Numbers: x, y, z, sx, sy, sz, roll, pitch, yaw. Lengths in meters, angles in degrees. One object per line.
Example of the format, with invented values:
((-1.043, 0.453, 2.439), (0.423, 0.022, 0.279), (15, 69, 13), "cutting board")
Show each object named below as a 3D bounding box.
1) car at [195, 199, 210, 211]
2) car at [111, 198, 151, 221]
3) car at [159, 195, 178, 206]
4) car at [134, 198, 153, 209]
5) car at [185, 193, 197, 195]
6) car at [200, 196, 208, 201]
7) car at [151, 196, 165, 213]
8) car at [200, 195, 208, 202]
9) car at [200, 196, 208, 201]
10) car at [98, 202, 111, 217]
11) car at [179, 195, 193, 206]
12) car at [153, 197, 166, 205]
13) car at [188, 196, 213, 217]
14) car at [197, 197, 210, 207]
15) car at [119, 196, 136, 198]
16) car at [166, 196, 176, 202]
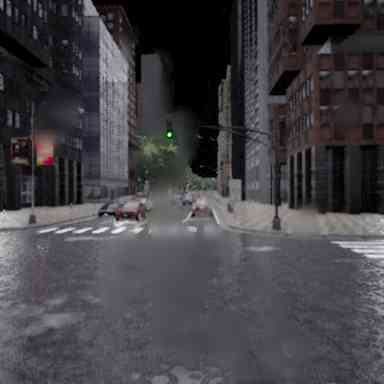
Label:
((1.401, 1.609, 42.195), (1.802, 1.307, 4.206), (-1, 0, 2), "car")
((-5.025, 1.513, 27.949), (1.882, 1.535, 5.008), (0, 0, 1), "car")
((-3.864, 1.598, 55.316), (1.837, 1.490, 4.892), (0, -1, 3), "car")
((-6.908, 1.617, 47.792), (1.752, 1.417, 4.829), (-1, 0, 2), "car")
((-0.331, 1.594, 68.028), (2.128, 1.511, 4.902), (0, 0, 2), "car")
((3.347, 1.702, 90.981), (2.008, 1.369, 4.403), (-1, 0, 2), "car")
((-4.601, 1.558, 38.253), (1.837, 1.490, 4.892), (0, 0, 2), "car")
((2.913, 1.559, 80.141), (1.967, 1.590, 4.097), (-1, 0, 2), "car")
((3.129, 1.680, 85.561), (1.887, 1.381, 4.507), (-1, 0, 2), "car")
((-7.550, 1.625, 31.696), (1.947, 1.339, 4.313), (-1, 0, 2), "car")
((-0.728, 1.680, 58.068), (1.895, 1.301, 4.718), (0, 0, 2), "car")
((-6.252, 1.712, 64.227), (1.802, 1.307, 4.206), (-1, 0, 2), "car")
((0.967, 1.445, 31.354), (1.967, 1.590, 4.097), (-1, 0, 2), "car")
((1.833, 1.595, 53.037), (1.887, 1.381, 4.507), (-1, 0, 2), "car")
((-7.336, 1.385, 37.119), (2.192, 1.841, 5.009), (-1, 0, 2), "car")
((-5.388, 1.733, 85.913), (1.887, 1.381, 4.507), (-1, 0, 2), "car")
